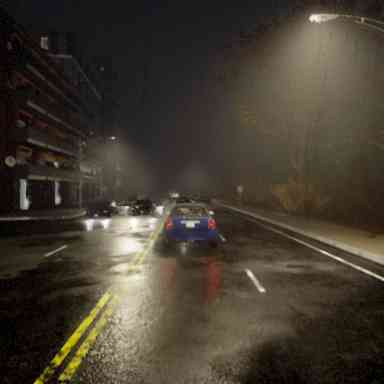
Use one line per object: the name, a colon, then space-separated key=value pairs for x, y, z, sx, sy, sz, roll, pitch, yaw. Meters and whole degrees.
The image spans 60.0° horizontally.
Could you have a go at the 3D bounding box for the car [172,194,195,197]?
car: x=-1.008 y=1.267 z=37.266 sx=1.837 sy=1.490 sz=4.892 roll=0 pitch=0 yaw=-3

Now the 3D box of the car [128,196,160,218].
car: x=-4.026 y=1.327 z=28.533 sx=1.837 sy=1.490 sz=4.892 roll=0 pitch=0 yaw=-3

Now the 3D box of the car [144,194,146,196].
car: x=-9.601 y=1.066 z=63.425 sx=1.882 sy=1.535 sz=5.008 roll=0 pitch=0 yaw=-5

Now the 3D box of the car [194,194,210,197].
car: x=1.667 y=1.190 z=46.532 sx=2.128 sy=1.511 sz=4.902 roll=0 pitch=1 yaw=-4

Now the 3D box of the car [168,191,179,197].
car: x=-4.061 y=0.739 z=73.387 sx=2.150 sy=2.045 sz=5.566 roll=0 pitch=0 yaw=-6

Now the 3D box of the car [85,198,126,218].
car: x=-7.298 y=1.375 z=27.883 sx=2.033 sy=1.411 sz=5.357 roll=0 pitch=0 yaw=-1

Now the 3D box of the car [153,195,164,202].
car: x=-6.324 y=1.197 z=63.302 sx=1.895 sy=1.301 sz=4.718 roll=0 pitch=0 yaw=-5

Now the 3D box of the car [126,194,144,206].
car: x=-8.310 y=1.210 z=46.925 sx=1.837 sy=1.490 sz=4.892 roll=0 pitch=0 yaw=-4

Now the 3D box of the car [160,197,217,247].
car: x=-0.108 y=1.261 z=14.570 sx=2.097 sy=1.767 sz=4.553 roll=0 pitch=0 yaw=-1

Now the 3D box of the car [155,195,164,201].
car: x=-5.046 y=1.302 z=46.844 sx=1.895 sy=1.301 sz=4.718 roll=0 pitch=0 yaw=-4
